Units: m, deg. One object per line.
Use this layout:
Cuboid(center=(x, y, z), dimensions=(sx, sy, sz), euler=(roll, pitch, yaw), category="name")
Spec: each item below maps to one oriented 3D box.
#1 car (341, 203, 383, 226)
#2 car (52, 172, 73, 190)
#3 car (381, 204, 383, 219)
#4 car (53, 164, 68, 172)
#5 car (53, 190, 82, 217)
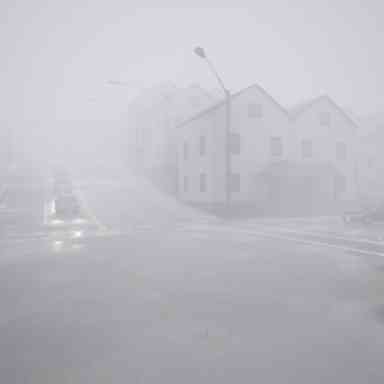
Cuboid(center=(12.980, 1.581, 23.914), dimensions=(4.902, 1.511, 2.128), euler=(0, 0, -23), category="car")
Cuboid(center=(-14.521, -0.785, 37.256), dimensions=(2.128, 1.511, 4.902), euler=(0, 13, -24), category="car")
Cuboid(center=(14.622, 1.540, 20.811), dimensions=(5.008, 1.535, 1.882), euler=(0, 0, -23), category="car")
Cuboid(center=(-18.623, -3.157, 46.815), dimensions=(2.033, 1.411, 5.357), euler=(1, 13, -22), category="car")
Cuboid(center=(-10.473, 1.053, 27.965), dimensions=(1.837, 1.490, 4.892), euler=(0, 7, -24), category="car")
